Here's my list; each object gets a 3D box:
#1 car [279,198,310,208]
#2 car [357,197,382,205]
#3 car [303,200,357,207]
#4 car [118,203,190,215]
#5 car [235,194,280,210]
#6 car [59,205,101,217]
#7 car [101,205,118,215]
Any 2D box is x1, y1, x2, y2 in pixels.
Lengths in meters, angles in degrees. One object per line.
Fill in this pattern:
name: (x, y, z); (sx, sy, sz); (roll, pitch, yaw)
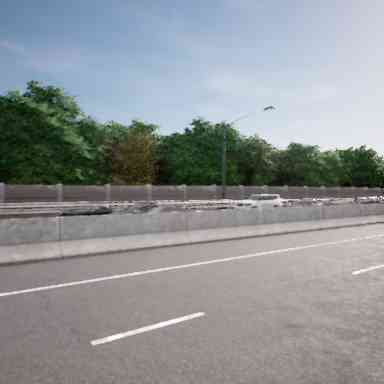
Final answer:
car: (11.365, 1.526, 33.580); (4.892, 1.490, 1.837); (0, 0, -35)
car: (25.298, 1.511, 47.741); (4.902, 1.511, 2.128); (0, 0, -35)
car: (12.548, 1.619, 30.130); (4.718, 1.301, 1.895); (0, 0, -35)
car: (-1.746, 1.542, 19.940); (4.674, 1.442, 1.812); (0, 0, -35)
car: (7.053, 1.245, 34.805); (5.566, 2.045, 2.150); (0, 0, -35)
car: (-7.223, 1.624, 24.633); (4.718, 1.301, 1.895); (0, 0, -35)
car: (-3.428, 1.524, 23.038); (4.892, 1.490, 1.837); (0, 0, -35)
